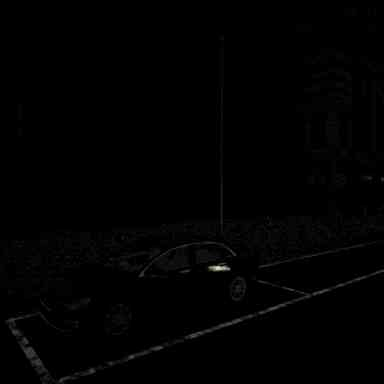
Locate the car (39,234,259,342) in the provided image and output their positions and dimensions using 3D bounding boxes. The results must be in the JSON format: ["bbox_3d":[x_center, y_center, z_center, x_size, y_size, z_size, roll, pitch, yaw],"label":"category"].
[{"bbox_3d":[-0.563,1.552,6.450,4.403,1.369,2.008,0,1,-38],"label":"car"}]
